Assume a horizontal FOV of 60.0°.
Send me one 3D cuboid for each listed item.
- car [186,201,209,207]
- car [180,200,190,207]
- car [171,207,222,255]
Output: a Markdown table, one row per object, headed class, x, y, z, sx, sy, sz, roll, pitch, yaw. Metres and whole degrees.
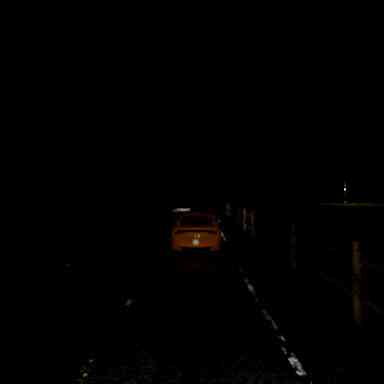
| class | x | y | z | sx | sy | sz | roll | pitch | yaw |
| --- | --- | --- | --- | --- | --- | --- | --- | --- | --- |
| car | 0.758 | 1.792 | 29.141 | 1.882 | 1.535 | 5.008 | 0 | 0 | 3 |
| car | -1.007 | 2.153 | 58.518 | 2.128 | 1.511 | 4.902 | 0 | -1 | 2 |
| car | 0.232 | 1.628 | 14.170 | 1.882 | 1.535 | 5.008 | 0 | 0 | 2 |
